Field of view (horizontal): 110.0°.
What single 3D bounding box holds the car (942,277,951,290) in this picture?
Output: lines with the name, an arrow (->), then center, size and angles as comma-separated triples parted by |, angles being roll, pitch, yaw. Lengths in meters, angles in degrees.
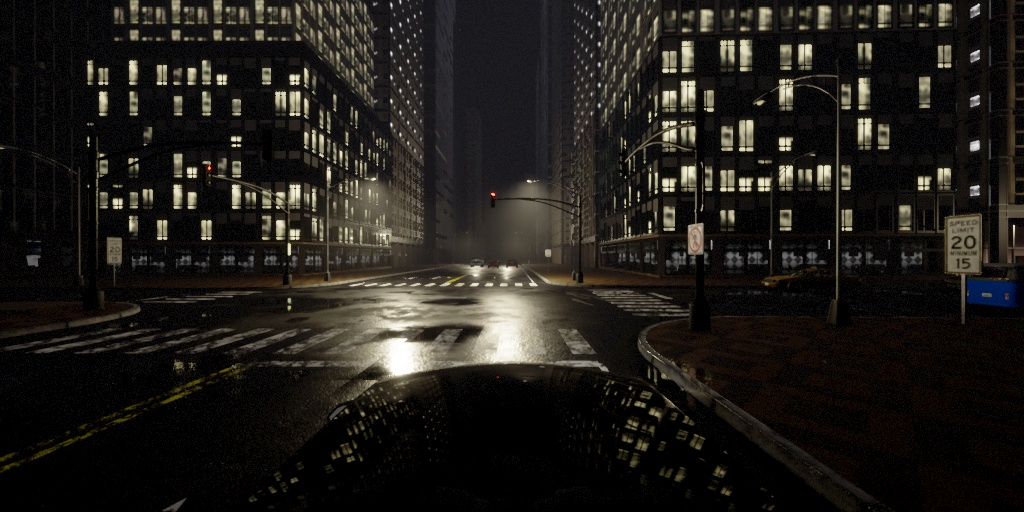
car -> 26.923, 1.356, 20.089 | 4.207, 1.307, 1.802 | 0, 0, 2

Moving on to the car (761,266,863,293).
car -> 17.089, 1.293, 20.574 | 4.829, 1.417, 1.751 | 0, 0, 2

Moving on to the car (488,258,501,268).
car -> -3.245, 1.460, 63.190 | 1.895, 1.301, 4.718 | 0, 0, 0

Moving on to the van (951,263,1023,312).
van -> 18.359, 1.119, 12.402 | 3.998, 1.789, 1.690 | 0, 0, 2

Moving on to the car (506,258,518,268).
car -> 0.005, 1.212, 63.546 | 2.097, 1.767, 4.553 | 0, 0, 0
